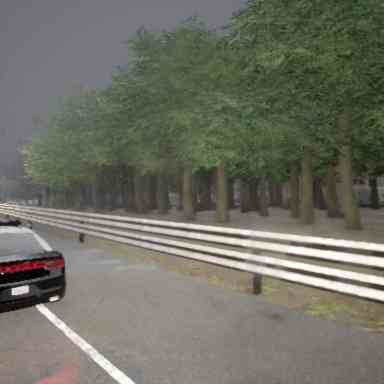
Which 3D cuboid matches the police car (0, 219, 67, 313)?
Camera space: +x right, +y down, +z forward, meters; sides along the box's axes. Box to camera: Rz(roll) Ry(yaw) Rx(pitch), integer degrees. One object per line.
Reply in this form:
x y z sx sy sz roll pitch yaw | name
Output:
-4.515 1.460 7.555 1.930 1.638 5.238 -1 0 -39 | police car
